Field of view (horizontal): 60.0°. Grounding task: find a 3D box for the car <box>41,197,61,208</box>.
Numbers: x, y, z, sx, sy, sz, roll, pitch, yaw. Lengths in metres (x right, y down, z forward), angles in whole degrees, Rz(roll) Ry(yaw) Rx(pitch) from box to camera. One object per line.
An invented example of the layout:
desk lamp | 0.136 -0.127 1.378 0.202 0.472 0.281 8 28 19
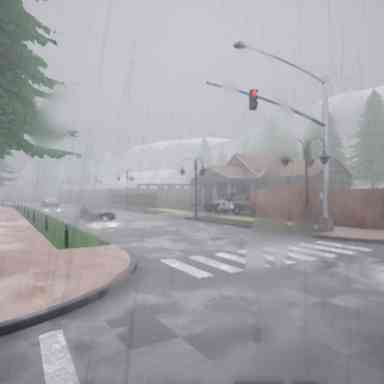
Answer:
car | -19.537 1.466 45.895 1.812 1.442 4.674 0 0 -34

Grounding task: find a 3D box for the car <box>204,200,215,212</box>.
car | 3.157 1.063 32.591 3.866 1.878 1.905 0 0 -31

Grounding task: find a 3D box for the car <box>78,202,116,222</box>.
car | -7.581 1.494 26.111 2.033 1.411 5.357 0 0 -30

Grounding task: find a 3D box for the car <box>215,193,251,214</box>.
car | 4.768 1.060 30.622 4.605 1.855 1.932 0 0 -31
